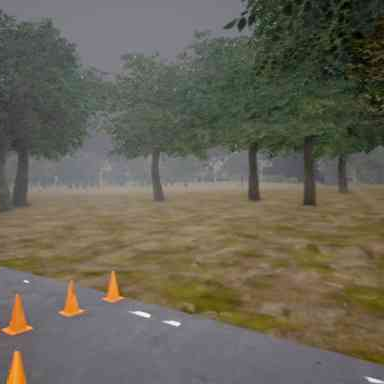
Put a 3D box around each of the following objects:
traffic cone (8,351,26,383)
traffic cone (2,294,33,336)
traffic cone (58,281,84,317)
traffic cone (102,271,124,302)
[{"bbox_3d":[-1.838,1.968,3.485,0.340,0.580,0.340,0,0,36],"label":"traffic cone"},{"bbox_3d":[-2.865,1.975,5.472,0.340,0.580,0.340,0,0,36],"label":"traffic cone"},{"bbox_3d":[-2.276,1.979,6.279,0.340,0.580,0.340,0,0,36],"label":"traffic cone"},{"bbox_3d":[-1.687,1.984,7.088,0.340,0.580,0.340,0,0,36],"label":"traffic cone"}]
